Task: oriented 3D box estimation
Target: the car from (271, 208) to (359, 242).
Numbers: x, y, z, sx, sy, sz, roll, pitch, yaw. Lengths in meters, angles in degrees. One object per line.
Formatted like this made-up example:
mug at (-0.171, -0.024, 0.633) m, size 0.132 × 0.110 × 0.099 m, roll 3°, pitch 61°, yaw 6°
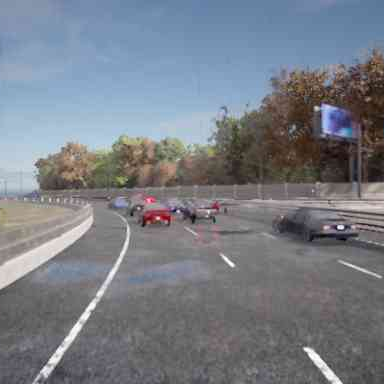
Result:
car at (5.659, 1.495, 16.056) m, size 2.033 × 1.411 × 5.357 m, roll 0°, pitch 0°, yaw -9°

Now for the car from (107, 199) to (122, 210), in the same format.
car at (-9.709, 1.566, 43.567) m, size 2.033 × 1.411 × 5.357 m, roll 0°, pitch 0°, yaw -25°

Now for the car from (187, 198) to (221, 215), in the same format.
car at (1.167, 1.435, 35.115) m, size 1.882 × 1.535 × 5.008 m, roll 0°, pitch 0°, yaw -20°

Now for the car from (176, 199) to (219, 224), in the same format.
car at (0.462, 1.464, 24.972) m, size 2.128 × 1.511 × 4.902 m, roll 0°, pitch 0°, yaw -13°

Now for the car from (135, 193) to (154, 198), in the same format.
car at (-6.807, 1.221, 45.604) m, size 2.150 × 2.045 × 5.566 m, roll 0°, pitch 0°, yaw -26°

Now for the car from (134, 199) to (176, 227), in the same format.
car at (-2.681, 1.472, 23.008) m, size 1.882 × 1.535 × 5.008 m, roll 0°, pitch 0°, yaw -13°

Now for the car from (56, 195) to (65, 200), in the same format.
car at (-35.475, 1.431, 87.786) m, size 5.008 × 1.535 × 1.882 m, roll 0°, pitch 0°, yaw 36°

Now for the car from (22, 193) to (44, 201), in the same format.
car at (-39.901, 1.212, 82.360) m, size 5.566 × 2.045 × 2.150 m, roll 0°, pitch 0°, yaw 36°

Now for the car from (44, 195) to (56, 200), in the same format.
car at (-37.699, 1.565, 85.082) m, size 4.718 × 1.301 × 1.895 m, roll 0°, pitch 0°, yaw 36°

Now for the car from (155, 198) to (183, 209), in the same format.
car at (-3.262, 1.522, 46.298) m, size 2.033 × 1.411 × 5.357 m, roll 0°, pitch 0°, yaw -26°

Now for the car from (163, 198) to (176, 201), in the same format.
car at (-2.065, 1.580, 33.786) m, size 1.895 × 1.301 × 4.718 m, roll 0°, pitch 0°, yaw -20°

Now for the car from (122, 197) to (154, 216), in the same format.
car at (-5.313, 1.508, 32.450) m, size 1.837 × 1.490 × 4.892 m, roll 0°, pitch 0°, yaw -18°
